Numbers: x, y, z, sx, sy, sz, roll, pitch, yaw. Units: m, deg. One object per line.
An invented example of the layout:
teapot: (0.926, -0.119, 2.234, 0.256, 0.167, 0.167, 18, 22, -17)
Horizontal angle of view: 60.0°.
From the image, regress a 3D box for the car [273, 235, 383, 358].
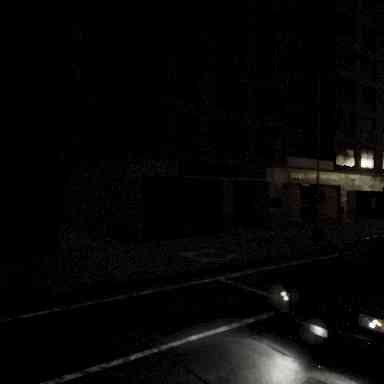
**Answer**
car: (3.932, 1.548, 6.184, 5.357, 1.411, 2.033, 0, 0, -36)
